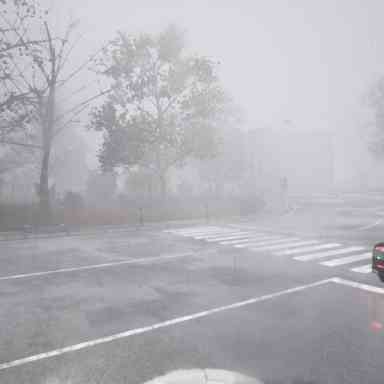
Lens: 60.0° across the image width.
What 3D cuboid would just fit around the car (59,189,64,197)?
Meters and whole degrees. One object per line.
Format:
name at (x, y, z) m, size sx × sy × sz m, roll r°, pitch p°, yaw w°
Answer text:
car at (-26.113, 0.288, 72.450) m, size 2.231 × 1.521 × 4.892 m, roll -1°, pitch 2°, yaw 18°

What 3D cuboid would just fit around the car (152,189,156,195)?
car at (-4.890, 0.118, 56.140) m, size 2.231 × 1.521 × 4.892 m, roll -1°, pitch 2°, yaw 16°

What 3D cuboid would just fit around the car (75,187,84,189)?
car at (-23.788, 0.055, 70.566) m, size 2.435 × 2.045 × 5.566 m, roll 0°, pitch 2°, yaw 18°

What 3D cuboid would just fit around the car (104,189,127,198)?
car at (-14.433, 0.278, 63.111) m, size 1.946 × 1.575 × 5.366 m, roll -1°, pitch 2°, yaw 17°

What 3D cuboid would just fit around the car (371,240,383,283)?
car at (6.346, 1.463, 8.145) m, size 4.902 × 1.511 × 2.128 m, roll 0°, pitch 0°, yaw -34°

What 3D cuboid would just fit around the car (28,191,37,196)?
car at (-37.636, 0.109, 81.831) m, size 2.097 × 1.535 × 5.008 m, roll 0°, pitch 2°, yaw 20°

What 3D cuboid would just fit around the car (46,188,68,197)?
car at (-30.754, 0.097, 76.150) m, size 2.185 × 1.767 × 4.553 m, roll 0°, pitch 2°, yaw 19°

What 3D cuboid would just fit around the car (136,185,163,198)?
car at (-7.291, -0.092, 57.878) m, size 2.435 × 2.045 × 5.566 m, roll -1°, pitch 2°, yaw 17°

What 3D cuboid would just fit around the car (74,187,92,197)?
car at (-21.445, 0.344, 68.734) m, size 2.163 × 1.488 × 4.792 m, roll -1°, pitch 2°, yaw 18°

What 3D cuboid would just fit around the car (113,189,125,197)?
car at (-12.039, 0.116, 61.458) m, size 2.185 × 1.767 × 4.553 m, roll -2°, pitch 1°, yaw 17°
